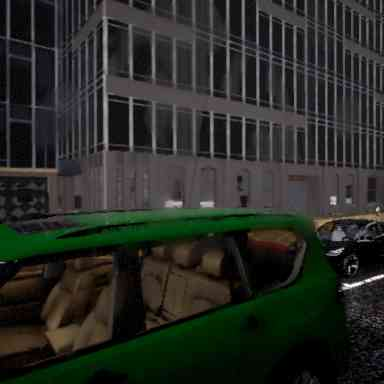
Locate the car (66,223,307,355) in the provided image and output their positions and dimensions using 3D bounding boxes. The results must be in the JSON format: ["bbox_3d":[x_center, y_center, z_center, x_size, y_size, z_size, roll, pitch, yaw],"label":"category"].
[{"bbox_3d":[0.090,1.516,6.621,4.507,1.381,1.887,-1,0,-36],"label":"car"}]

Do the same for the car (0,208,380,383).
[{"bbox_3d":[-0.989,1.216,2.671,5.566,2.045,2.150,-1,0,-36],"label":"car"}]

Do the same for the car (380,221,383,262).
[{"bbox_3d":[4.724,1.495,9.927,4.313,1.339,1.947,-1,0,-36],"label":"car"}]
